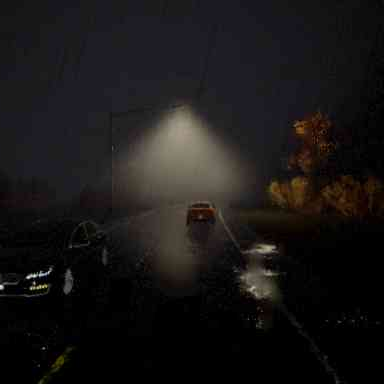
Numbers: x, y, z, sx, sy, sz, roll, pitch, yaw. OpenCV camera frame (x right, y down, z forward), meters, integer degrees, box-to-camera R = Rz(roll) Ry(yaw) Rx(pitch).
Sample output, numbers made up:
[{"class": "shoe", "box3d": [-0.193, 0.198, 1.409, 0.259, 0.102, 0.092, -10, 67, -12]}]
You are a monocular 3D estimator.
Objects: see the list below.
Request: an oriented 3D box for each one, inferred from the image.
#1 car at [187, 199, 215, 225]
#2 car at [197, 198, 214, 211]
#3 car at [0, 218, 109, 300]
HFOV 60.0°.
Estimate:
[{"class": "car", "box3d": [0.676, 1.459, 24.261, 1.882, 1.535, 5.008, 0, 0, 3]}, {"class": "car", "box3d": [1.760, 1.525, 41.244, 1.994, 1.385, 4.181, 0, 0, 4]}, {"class": "car", "box3d": [-3.513, 1.498, 8.553, 1.837, 1.490, 4.892, 0, 0, 1]}]
